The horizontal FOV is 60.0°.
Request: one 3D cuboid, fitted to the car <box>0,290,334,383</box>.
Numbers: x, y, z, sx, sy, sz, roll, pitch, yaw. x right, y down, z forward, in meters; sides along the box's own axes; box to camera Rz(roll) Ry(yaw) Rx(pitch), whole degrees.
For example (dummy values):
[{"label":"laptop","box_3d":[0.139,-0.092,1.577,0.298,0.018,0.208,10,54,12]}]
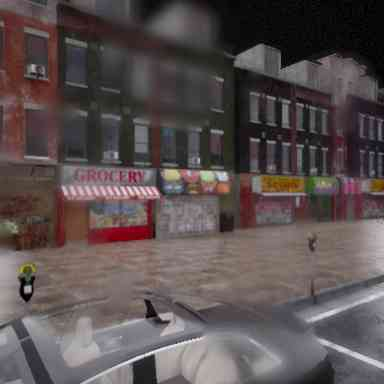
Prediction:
[{"label":"car","box_3d":[-0.800,1.548,2.256,4.403,1.369,2.008,0,0,-35]}]
